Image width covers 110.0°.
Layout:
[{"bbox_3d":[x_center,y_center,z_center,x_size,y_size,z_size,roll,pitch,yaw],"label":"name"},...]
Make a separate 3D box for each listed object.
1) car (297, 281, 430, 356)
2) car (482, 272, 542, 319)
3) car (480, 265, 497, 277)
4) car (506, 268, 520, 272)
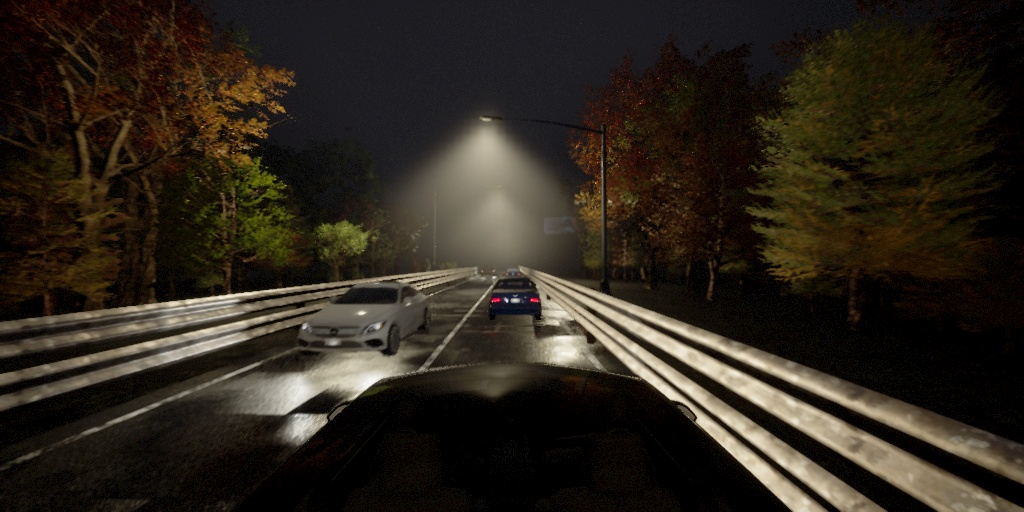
[{"bbox_3d":[-3.347,1.384,9.042,1.812,1.442,4.674,0,-1,0],"label":"car"},{"bbox_3d":[0.103,1.486,13.713,2.033,1.411,5.357,0,-1,0],"label":"car"},{"bbox_3d":[-3.324,2.055,51.499,2.097,1.767,4.553,0,-1,0],"label":"car"},{"bbox_3d":[0.109,1.995,39.042,2.033,1.411,5.357,0,-1,0],"label":"car"}]
